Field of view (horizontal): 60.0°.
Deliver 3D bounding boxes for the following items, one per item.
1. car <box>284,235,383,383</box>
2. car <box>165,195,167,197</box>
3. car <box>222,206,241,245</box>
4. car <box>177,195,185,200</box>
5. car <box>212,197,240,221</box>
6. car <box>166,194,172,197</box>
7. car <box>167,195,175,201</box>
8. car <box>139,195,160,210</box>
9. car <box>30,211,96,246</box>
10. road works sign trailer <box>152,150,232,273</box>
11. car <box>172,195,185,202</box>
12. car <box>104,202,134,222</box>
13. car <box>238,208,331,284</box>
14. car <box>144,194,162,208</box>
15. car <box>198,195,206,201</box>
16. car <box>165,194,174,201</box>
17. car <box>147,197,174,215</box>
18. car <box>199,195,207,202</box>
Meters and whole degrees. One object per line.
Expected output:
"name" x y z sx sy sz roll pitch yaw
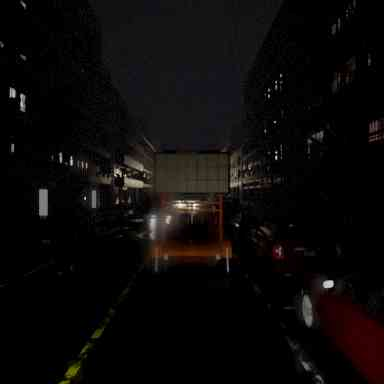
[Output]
"car" 2.693 1.545 3.922 1.887 1.381 4.507 0 0 0
"car" -5.673 1.569 54.657 1.802 1.307 4.206 0 0 0
"car" 2.696 1.550 15.195 2.008 1.369 4.403 0 0 0
"car" -2.972 1.488 90.694 1.837 1.490 4.892 0 0 0
"car" 2.701 1.312 26.468 2.192 1.841 5.009 0 0 0
"car" -5.664 1.292 77.202 2.192 1.841 5.009 0 0 0
"car" -5.662 1.515 88.475 1.887 1.381 4.507 0 0 0
"car" -5.676 1.432 43.384 1.967 1.590 4.097 0 0 0
"car" -5.685 1.565 15.200 1.947 1.339 4.313 0 0 0
"road works sign trailer" 0.003 0.464 10.692 2.380 3.560 2.880 0 0 0
"car" -2.978 1.468 75.305 1.812 1.442 4.674 0 0 0
"car" -5.681 1.522 26.304 1.752 1.417 4.829 0 0 0
"car" 2.694 1.440 9.559 1.967 1.590 4.097 0 0 0
"car" -5.673 1.305 49.020 2.192 1.841 5.009 0 0 0
"car" 2.719 1.516 88.468 1.887 1.381 4.507 0 0 0
"car" -5.663 1.414 82.838 1.967 1.590 4.097 0 0 0
"car" -3.090 1.520 33.957 1.812 1.442 4.674 0 0 0
"car" 2.715 1.502 77.365 1.752 1.417 4.829 0 0 0
